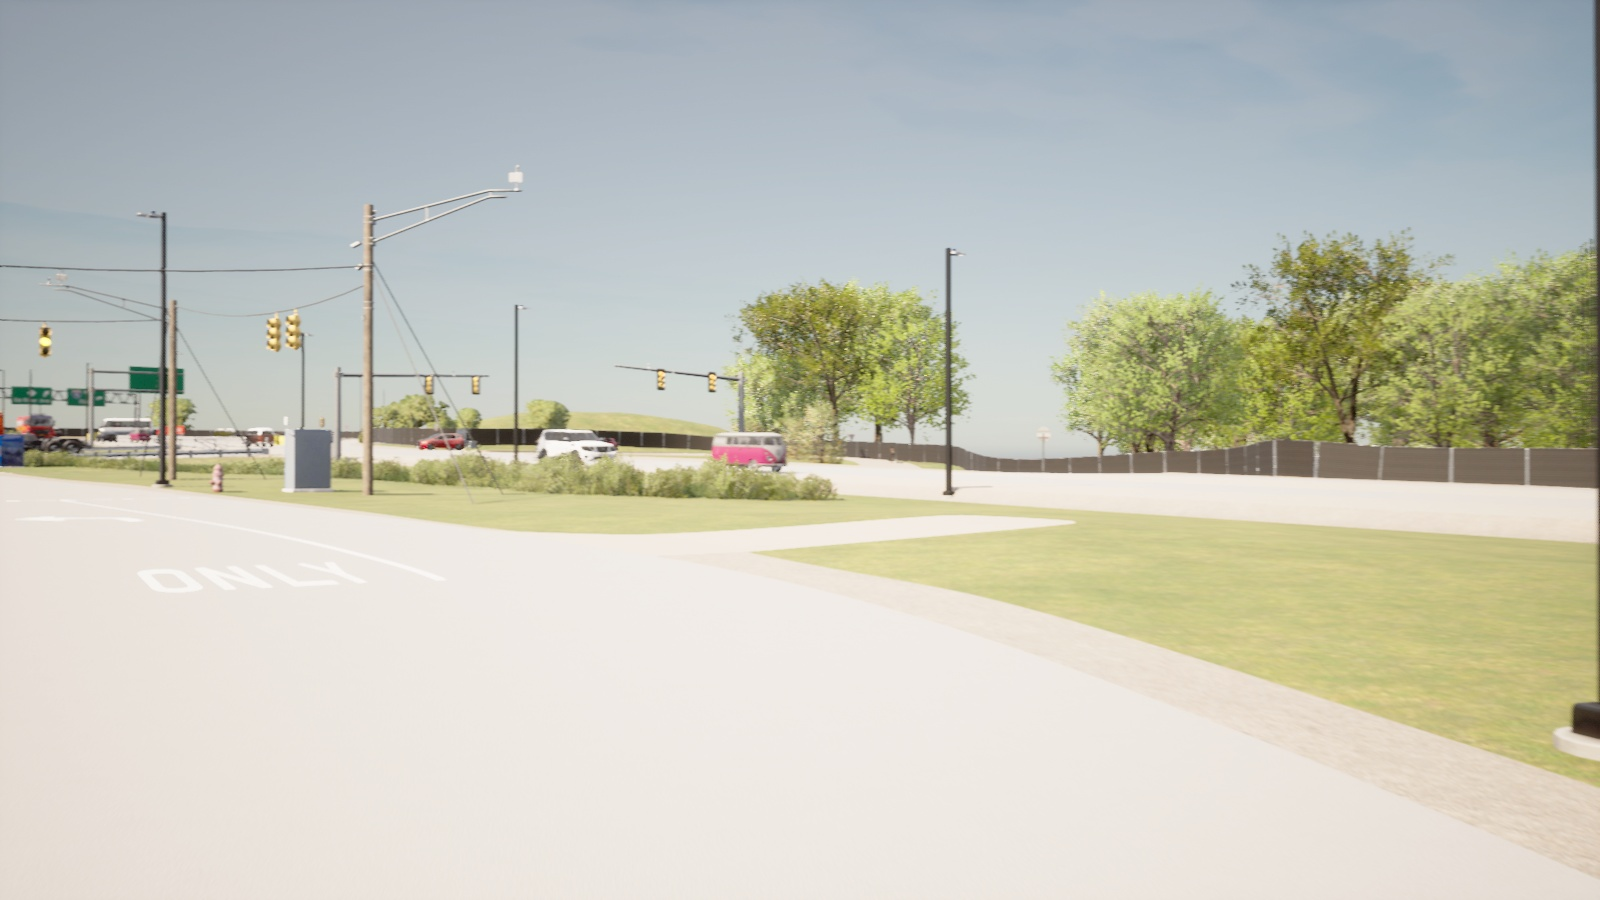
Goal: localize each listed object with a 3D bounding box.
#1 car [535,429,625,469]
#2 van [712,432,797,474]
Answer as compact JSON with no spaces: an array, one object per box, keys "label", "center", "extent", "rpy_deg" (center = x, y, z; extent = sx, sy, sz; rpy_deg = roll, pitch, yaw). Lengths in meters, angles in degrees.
[{"label":"car","center":[-11.984,-0.095,68.194],"extent":[2.150,2.045,5.566],"rpy_deg":[1,1,-42]},{"label":"van","center":[-2.290,0.143,62.607],"extent":[1.775,1.987,4.442],"rpy_deg":[1,1,-42]}]
